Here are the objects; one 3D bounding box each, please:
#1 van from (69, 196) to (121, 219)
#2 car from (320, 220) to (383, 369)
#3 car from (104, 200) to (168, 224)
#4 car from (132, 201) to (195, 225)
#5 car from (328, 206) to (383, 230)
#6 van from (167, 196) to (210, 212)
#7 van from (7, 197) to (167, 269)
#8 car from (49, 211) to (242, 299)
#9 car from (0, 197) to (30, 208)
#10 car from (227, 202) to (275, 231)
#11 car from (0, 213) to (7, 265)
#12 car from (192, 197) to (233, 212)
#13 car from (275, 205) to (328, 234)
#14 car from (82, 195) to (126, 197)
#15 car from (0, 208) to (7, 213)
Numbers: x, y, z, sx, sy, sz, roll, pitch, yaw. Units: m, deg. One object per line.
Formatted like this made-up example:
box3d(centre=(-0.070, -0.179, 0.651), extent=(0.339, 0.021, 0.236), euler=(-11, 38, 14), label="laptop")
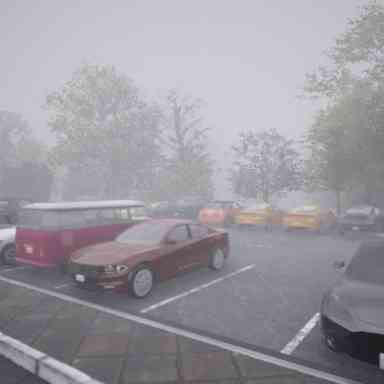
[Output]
box3d(centre=(-8.905, 1.370, 30.824), extent=(1.878, 1.987, 4.442), euler=(-1, 0, 36), label="van")
box3d(centre=(3.659, 1.502, 5.607), extent=(2.163, 1.488, 4.792), euler=(0, 0, 35), label="car")
box3d(centre=(-4.472, 1.547, 27.288), extent=(1.946, 1.575, 5.366), euler=(0, 0, 36), label="car")
box3d(centre=(-2.115, 1.539, 25.826), extent=(2.231, 1.521, 4.892), euler=(0, 0, 36), label="car")
box3d(centre=(9.160, 1.484, 17.780), extent=(2.231, 1.521, 4.892), euler=(0, 0, 36), label="car")
box3d(centre=(0.211, 1.301, 24.317), extent=(1.878, 1.987, 4.442), euler=(0, 0, 36), label="van")
box3d(centre=(-3.035, 1.280, 10.564), extent=(1.878, 1.987, 4.442), euler=(0, 0, 36), label="van")
box3d(centre=(-0.839, 1.494, 8.860), extent=(2.097, 1.535, 5.008), euler=(0, 0, 36), label="car")
box3d(centre=(-9.898, 1.287, 15.284), extent=(2.435, 2.045, 5.566), euler=(0, 0, 36), label="car")
box3d(centre=(4.548, 1.505, 21.072), extent=(2.097, 1.535, 5.008), euler=(0, 0, 36), label="car")
box3d(centre=(-5.360, 1.557, 12.083), extent=(2.002, 1.452, 4.674), euler=(0, 0, 36), label="car")
box3d(centre=(2.379, 1.390, 22.587), extent=(2.185, 1.767, 4.553), euler=(0, 0, 36), label="car")
box3d(centre=(6.906, 1.494, 19.390), extent=(2.097, 1.535, 5.008), euler=(0, 0, 36), label="car")
box3d(centre=(-6.603, 1.316, 29.071), extent=(2.435, 2.045, 5.566), euler=(-1, 0, 36), label="car")
box3d(centre=(-7.603, 1.557, 13.717), extent=(2.163, 1.488, 4.792), euler=(0, 0, 36), label="car")
